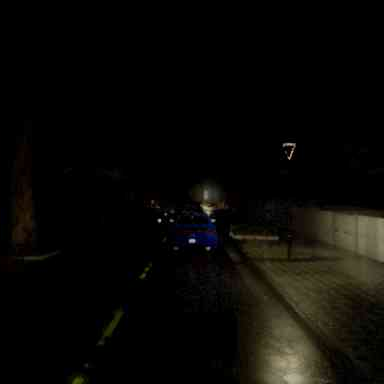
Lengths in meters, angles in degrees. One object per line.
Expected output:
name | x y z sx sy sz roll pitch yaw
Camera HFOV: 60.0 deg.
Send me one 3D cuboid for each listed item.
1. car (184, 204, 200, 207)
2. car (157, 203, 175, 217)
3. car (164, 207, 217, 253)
car | 0.023 1.831 29.339 1.837 1.490 4.892 0 0 0
car | -2.725 1.972 37.032 2.033 1.411 5.357 0 -1 0
car | 0.015 1.627 14.498 1.882 1.535 5.008 0 0 0
